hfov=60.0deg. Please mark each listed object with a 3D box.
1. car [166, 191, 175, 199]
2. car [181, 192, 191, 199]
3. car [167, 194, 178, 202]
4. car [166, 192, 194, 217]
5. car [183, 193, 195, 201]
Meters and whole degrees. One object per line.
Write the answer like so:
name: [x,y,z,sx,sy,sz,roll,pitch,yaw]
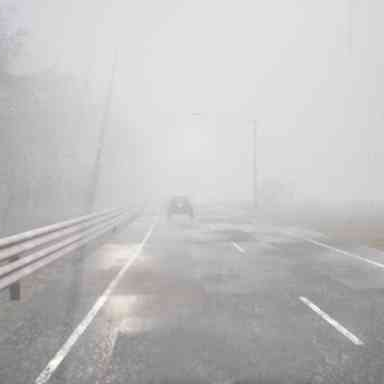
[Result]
car: [-4.996,0.718,76.364,2.097,1.767,4.553,0,1,-5]
car: [-1.446,0.736,75.856,2.033,1.411,5.357,0,1,-5]
car: [-3.474,1.020,58.445,1.837,1.490,4.892,0,0,-5]
car: [-1.107,1.124,28.213,2.097,1.767,4.553,0,0,-4]
car: [-0.620,1.002,65.466,2.033,1.411,5.357,0,1,-5]
